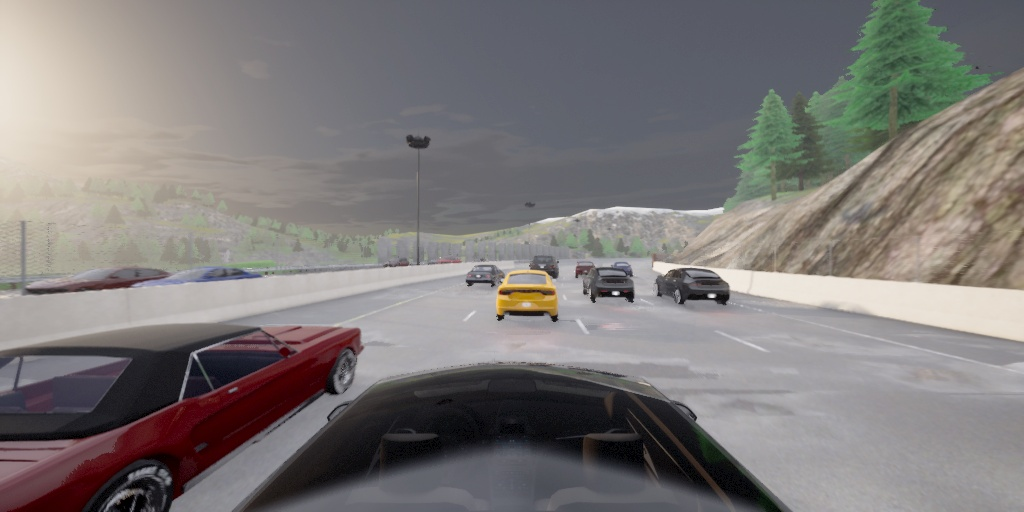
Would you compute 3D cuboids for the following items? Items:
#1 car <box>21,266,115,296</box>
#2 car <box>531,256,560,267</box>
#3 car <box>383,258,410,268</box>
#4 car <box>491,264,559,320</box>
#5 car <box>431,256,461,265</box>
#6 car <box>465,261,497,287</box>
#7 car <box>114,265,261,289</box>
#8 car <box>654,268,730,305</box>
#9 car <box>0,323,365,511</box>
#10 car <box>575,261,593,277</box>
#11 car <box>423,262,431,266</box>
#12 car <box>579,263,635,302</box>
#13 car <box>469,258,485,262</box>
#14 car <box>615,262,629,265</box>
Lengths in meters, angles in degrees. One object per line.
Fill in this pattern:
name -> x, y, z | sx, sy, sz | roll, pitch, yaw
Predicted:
car -> -16.971, 1.185, 15.271 | 1.882, 1.535, 5.008 | 0, 0, 5
car -> 2.889, 0.980, 31.314 | 2.150, 2.045, 5.566 | 0, 0, 10
car -> -17.245, 1.061, 53.578 | 2.097, 1.767, 4.553 | 0, 0, 16
car -> 0.574, 1.230, 12.663 | 1.882, 1.535, 5.008 | 0, 0, 4
car -> -9.676, 0.949, 54.661 | 2.150, 2.045, 5.566 | 0, 0, 17
car -> -1.739, 1.294, 24.579 | 2.033, 1.411, 5.357 | 0, 0, 8
car -> -13.425, 1.194, 15.645 | 1.882, 1.535, 5.008 | 0, 0, 5
car -> 7.885, 1.276, 16.152 | 1.837, 1.490, 4.892 | 0, 0, 5
car -> -3.322, 1.342, 3.655 | 1.895, 1.301, 4.718 | 0, 0, 1
car -> 7.180, 1.247, 34.944 | 1.882, 1.535, 5.008 | 0, 0, 12
car -> -12.294, 1.269, 58.077 | 2.033, 1.411, 5.357 | 0, 0, 18
car -> 4.453, 1.267, 17.026 | 1.837, 1.490, 4.892 | 0, 0, 5
car -> -5.555, 1.090, 56.085 | 2.097, 1.767, 4.553 | 0, 0, 18
car -> 11.000, 1.305, 36.114 | 1.812, 1.442, 4.674 | 0, 0, 12
